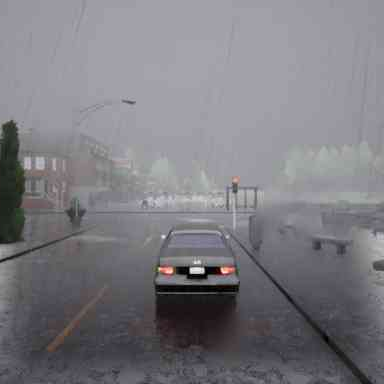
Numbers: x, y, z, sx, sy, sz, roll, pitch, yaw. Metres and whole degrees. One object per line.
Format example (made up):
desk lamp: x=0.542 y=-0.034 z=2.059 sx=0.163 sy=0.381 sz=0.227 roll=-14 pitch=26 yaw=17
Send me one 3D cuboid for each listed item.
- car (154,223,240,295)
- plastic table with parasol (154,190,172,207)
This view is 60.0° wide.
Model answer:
car: x=0.098 y=1.546 z=8.855 sx=2.033 sy=1.411 sz=5.357 roll=0 pitch=0 yaw=0
plastic table with parasol: x=-4.253 y=0.916 z=48.937 sx=2.482 sy=2.480 sz=2.482 roll=0 pitch=0 yaw=0
